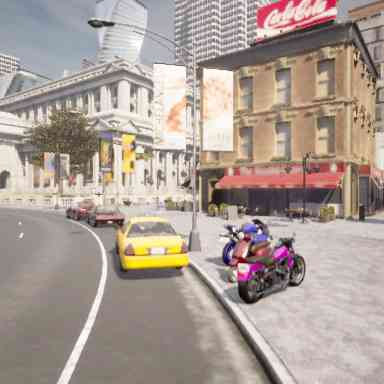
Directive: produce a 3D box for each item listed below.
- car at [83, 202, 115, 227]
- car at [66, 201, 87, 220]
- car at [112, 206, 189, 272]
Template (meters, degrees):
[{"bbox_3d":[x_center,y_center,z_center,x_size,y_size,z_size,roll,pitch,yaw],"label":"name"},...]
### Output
[{"bbox_3d":[-6.003,1.581,22.679,1.895,1.301,4.718,0,0,-25],"label":"car"},{"bbox_3d":[-9.033,1.503,27.542,2.002,1.452,4.674,0,0,-35],"label":"car"},{"bbox_3d":[-1.493,1.447,10.762,1.801,1.575,5.366,0,0,-15],"label":"car"}]
